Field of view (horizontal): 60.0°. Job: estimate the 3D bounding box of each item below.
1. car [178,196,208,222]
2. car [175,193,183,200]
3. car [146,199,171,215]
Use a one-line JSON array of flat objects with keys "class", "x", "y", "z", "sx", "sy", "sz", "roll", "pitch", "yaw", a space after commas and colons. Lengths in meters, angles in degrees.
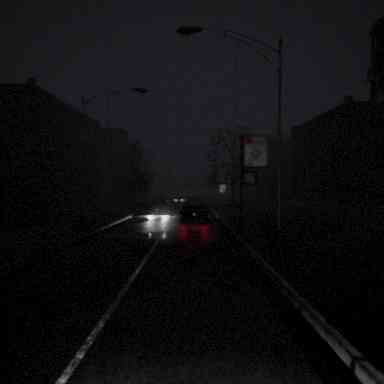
[{"class": "car", "x": 0.155, "y": 1.294, "z": 24.306, "sx": 1.882, "sy": 1.535, "sz": 5.008, "roll": 0, "pitch": 1, "yaw": 0}, {"class": "car", "x": -2.717, "y": 0.898, "z": 71.983, "sx": 2.033, "sy": 1.411, "sz": 5.357, "roll": 0, "pitch": 1, "yaw": 0}, {"class": "car", "x": -3.015, "y": 1.330, "z": 30.546, "sx": 1.994, "sy": 1.385, "sz": 4.181, "roll": 0, "pitch": 0, "yaw": 0}]
